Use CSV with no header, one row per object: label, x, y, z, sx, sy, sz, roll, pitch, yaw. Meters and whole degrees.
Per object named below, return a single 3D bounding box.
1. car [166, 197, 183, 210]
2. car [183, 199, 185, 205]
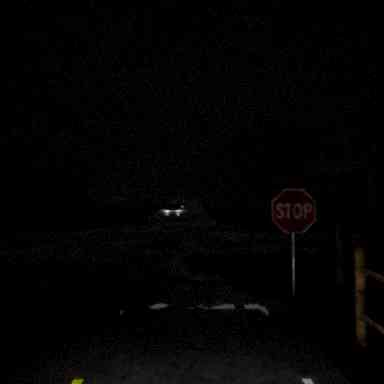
car,-2.735,1.788,48.642,1.882,1.535,5.008,0,0,0
car,-2.606,1.889,67.456,2.097,1.767,4.553,0,-1,0
